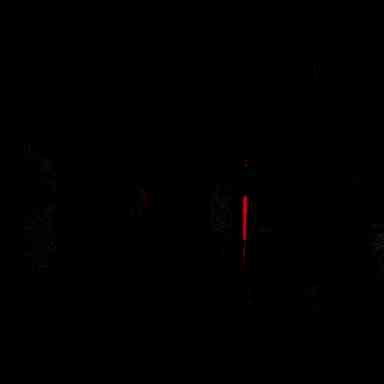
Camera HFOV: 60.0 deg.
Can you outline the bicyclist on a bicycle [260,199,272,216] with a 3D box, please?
[{"bbox_3d":[7.088,1.503,31.878,1.656,1.620,0.582,0,0,-36],"label":"bicyclist on a bicycle"}]
